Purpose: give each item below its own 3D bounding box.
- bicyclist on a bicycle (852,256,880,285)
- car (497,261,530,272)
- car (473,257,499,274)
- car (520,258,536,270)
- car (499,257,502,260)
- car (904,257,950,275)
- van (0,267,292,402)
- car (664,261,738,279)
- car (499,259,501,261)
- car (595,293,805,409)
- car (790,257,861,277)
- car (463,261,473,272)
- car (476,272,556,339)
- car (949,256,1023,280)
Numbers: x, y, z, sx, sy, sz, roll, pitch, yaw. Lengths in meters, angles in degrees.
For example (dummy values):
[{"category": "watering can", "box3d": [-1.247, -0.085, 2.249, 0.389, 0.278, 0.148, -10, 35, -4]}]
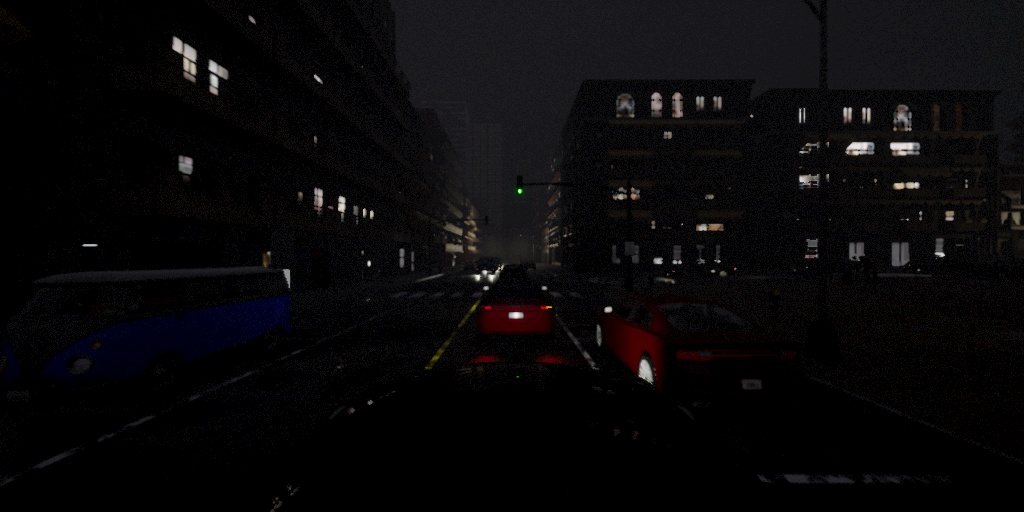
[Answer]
[{"category": "bicyclist on a bicycle", "box3d": [20.239, 0.815, 20.566, 0.582, 1.620, 1.656, -1, 0, -1]}, {"category": "car", "box3d": [0.093, 1.315, 25.289, 1.837, 1.490, 4.892, 0, 0, 0]}, {"category": "car", "box3d": [-3.099, 1.083, 43.721, 2.150, 2.045, 5.566, 0, 0, 0]}, {"category": "car", "box3d": [2.673, 1.338, 55.236, 1.967, 1.591, 4.097, 0, 0, 0]}, {"category": "car", "box3d": [-3.023, 1.150, 64.352, 2.150, 2.045, 5.566, 0, 0, 1]}, {"category": "car", "box3d": [35.654, 0.822, 29.520, 4.718, 1.301, 1.895, -1, 0, -1]}, {"category": "van", "box3d": [-5.694, 1.101, 6.236, 1.690, 1.789, 3.998, 0, 0, 0]}, {"category": "car", "box3d": [15.341, 1.087, 29.237, 5.357, 1.411, 2.033, -1, 0, -1]}, {"category": "car", "box3d": [-3.095, 1.419, 53.840, 1.812, 1.442, 4.674, 0, 0, 0]}, {"category": "car", "box3d": [2.687, 1.306, 6.237, 1.888, 1.381, 4.507, 0, 0, 0]}, {"category": "car", "box3d": [25.616, 0.870, 29.380, 4.902, 1.511, 2.128, -1, 0, -1]}, {"category": "car", "box3d": [-5.705, 1.431, 49.711, 2.007, 1.370, 4.403, 0, 0, 0]}, {"category": "car", "box3d": [0.096, 1.334, 10.204, 1.994, 1.385, 4.181, 0, 0, 0]}, {"category": "car", "box3d": [32.471, 0.856, 23.695, 4.403, 1.370, 2.007, 0, 0, -1]}]
